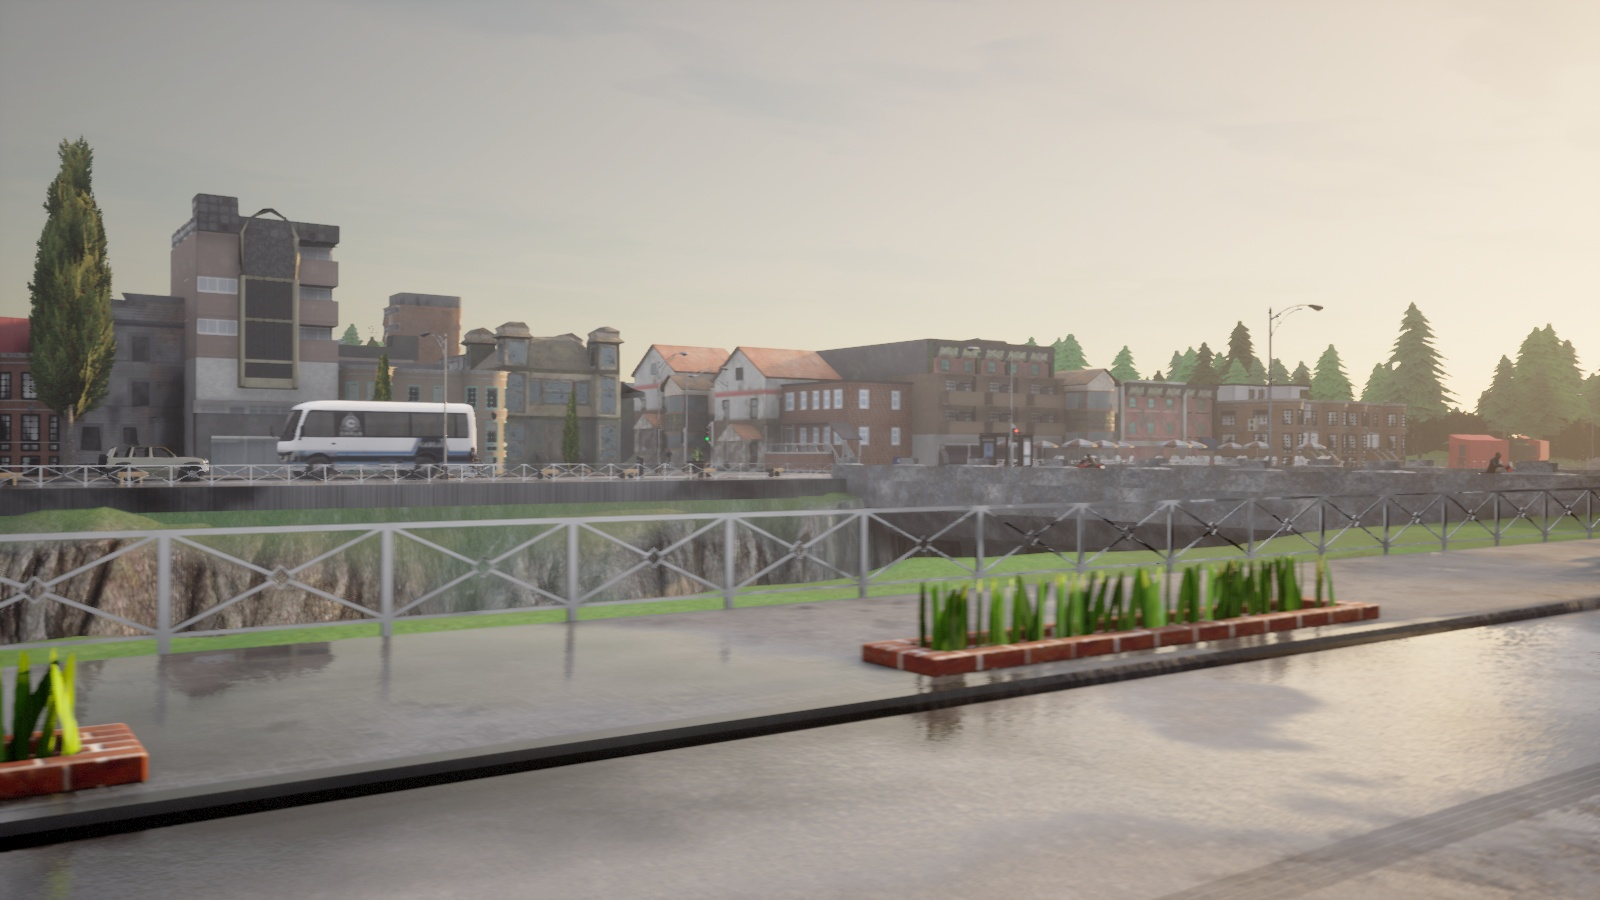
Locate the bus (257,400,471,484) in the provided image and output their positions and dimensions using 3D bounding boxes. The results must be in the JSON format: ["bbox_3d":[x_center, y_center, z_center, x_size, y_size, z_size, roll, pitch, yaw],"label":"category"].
[{"bbox_3d":[-23.498,-0.415,67.980,10.273,4.253,3.944,0,0,-35],"label":"bus"}]

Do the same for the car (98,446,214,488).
[{"bbox_3d":[-30.026,0.769,58.562,4.605,1.855,1.932,0,0,-35],"label":"car"}]
